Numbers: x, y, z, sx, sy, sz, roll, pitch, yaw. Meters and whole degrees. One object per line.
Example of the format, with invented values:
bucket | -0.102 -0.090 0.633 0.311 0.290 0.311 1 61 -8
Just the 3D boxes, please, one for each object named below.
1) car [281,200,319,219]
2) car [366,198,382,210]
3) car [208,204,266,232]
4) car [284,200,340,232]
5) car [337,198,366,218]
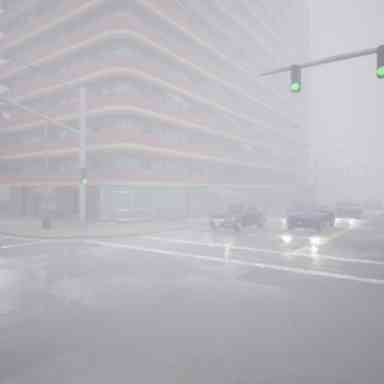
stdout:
car | 9.847 1.487 30.027 1.837 1.490 4.892 0 0 35
car | 22.943 1.514 42.443 1.812 1.442 4.674 0 0 36
car | 2.804 1.473 20.053 2.128 1.511 4.902 0 0 36
car | 7.394 1.467 20.479 1.882 1.535 5.008 0 0 35
car | 13.883 1.553 29.680 1.994 1.385 4.181 0 0 35
